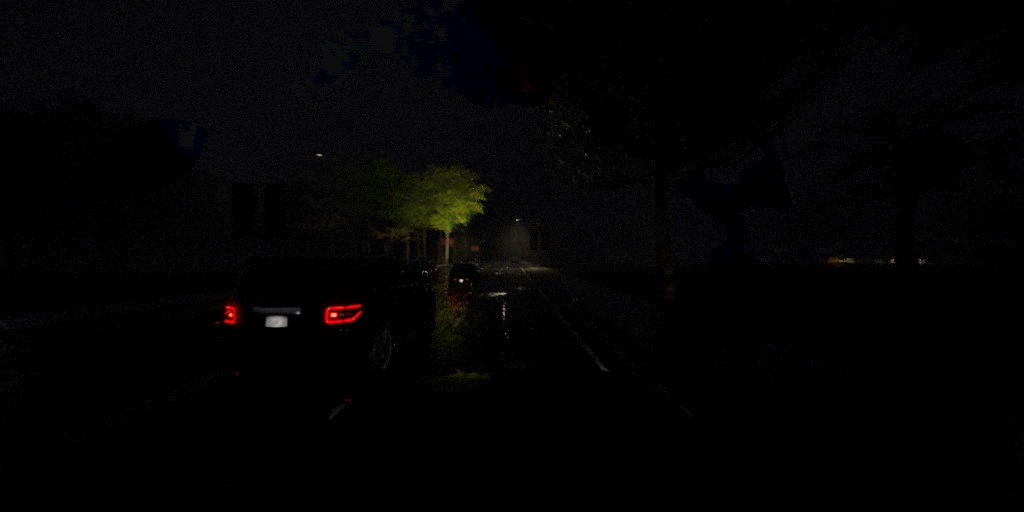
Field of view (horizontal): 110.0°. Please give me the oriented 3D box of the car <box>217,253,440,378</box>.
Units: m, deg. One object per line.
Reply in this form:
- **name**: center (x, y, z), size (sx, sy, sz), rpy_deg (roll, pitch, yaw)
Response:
- **car**: center (-3.149, 0.976, 7.480), size (2.150, 2.045, 5.566), rpy_deg (0, 0, 0)

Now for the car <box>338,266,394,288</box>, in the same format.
- **car**: center (-9.846, 1.371, 24.642), size (1.895, 1.301, 4.718), rpy_deg (0, 0, 0)

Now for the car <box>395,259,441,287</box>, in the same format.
- **car**: center (-6.593, 1.123, 25.706), size (2.097, 1.767, 4.553), rpy_deg (0, 0, 0)

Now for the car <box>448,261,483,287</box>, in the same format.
- **car**: center (-3.147, 1.274, 24.617), size (1.837, 1.490, 4.892), rpy_deg (0, 0, 0)
